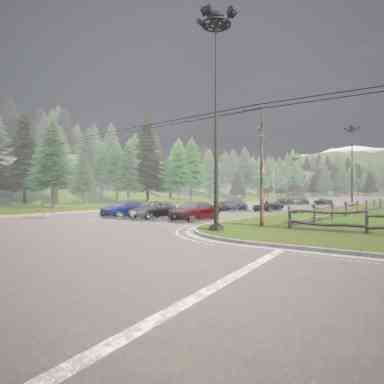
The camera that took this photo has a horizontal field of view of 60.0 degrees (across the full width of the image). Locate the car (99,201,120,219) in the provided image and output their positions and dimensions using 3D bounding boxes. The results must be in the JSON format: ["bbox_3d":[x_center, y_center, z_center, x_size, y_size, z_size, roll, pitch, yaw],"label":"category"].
[{"bbox_3d":[-5.849,1.477,29.298,1.882,1.535,5.008,0,0,34],"label":"car"}]

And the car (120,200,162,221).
[{"bbox_3d":[-3.125,1.492,27.077,2.128,1.511,4.902,0,0,34],"label":"car"}]

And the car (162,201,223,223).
[{"bbox_3d":[0.161,1.477,25.697,1.882,1.535,5.008,0,0,34],"label":"car"}]

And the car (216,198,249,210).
[{"bbox_3d":[5.536,1.548,45.085,2.033,1.411,5.357,0,0,36],"label":"car"}]

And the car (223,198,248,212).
[{"bbox_3d":[4.761,1.564,38.136,1.994,1.385,4.181,0,0,36],"label":"car"}]

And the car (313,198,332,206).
[{"bbox_3d":[21.681,1.601,55.120,1.895,1.301,4.718,0,0,37],"label":"car"}]

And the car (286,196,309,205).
[{"bbox_3d":[18.360,1.493,56.522,2.128,1.511,4.902,0,0,37],"label":"car"}]

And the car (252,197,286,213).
[{"bbox_3d":[8.529,1.601,37.349,1.895,1.301,4.718,0,0,36],"label":"car"}]
